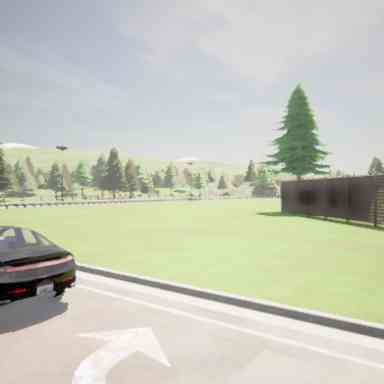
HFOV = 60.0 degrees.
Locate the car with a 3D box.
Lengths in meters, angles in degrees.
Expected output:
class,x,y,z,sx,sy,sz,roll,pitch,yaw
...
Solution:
class,x,y,z,sx,sy,sz,roll,pitch,yaw
car,-4.541,1.485,7.230,4.902,1.511,2.128,0,0,36
